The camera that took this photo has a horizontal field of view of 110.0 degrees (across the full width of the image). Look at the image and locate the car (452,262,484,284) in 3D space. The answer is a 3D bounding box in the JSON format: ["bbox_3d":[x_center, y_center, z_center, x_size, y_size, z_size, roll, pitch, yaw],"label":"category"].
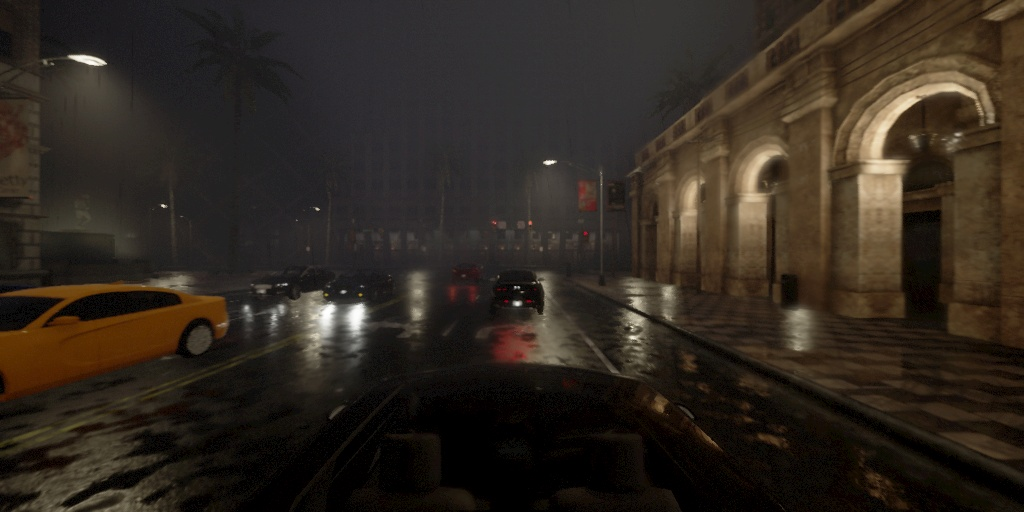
[{"bbox_3d":[-3.226,1.196,26.826,1.882,1.535,5.008,0,0,1],"label":"car"}]

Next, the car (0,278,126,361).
[{"bbox_3d":[-10.567,1.263,6.632,1.812,1.442,4.674,0,0,0],"label":"car"}]

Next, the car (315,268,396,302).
[{"bbox_3d":[-6.966,1.292,16.834,1.994,1.385,4.181,0,0,1],"label":"car"}]

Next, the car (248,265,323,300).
[{"bbox_3d":[-10.459,1.217,17.499,2.128,1.511,4.902,0,0,1],"label":"car"}]

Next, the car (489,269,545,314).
[{"bbox_3d":[0.193,1.241,13.651,1.837,1.490,4.892,0,0,1],"label":"car"}]

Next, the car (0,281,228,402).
[{"bbox_3d":[-7.075,1.219,5.615,1.882,1.535,5.008,0,0,0],"label":"car"}]
